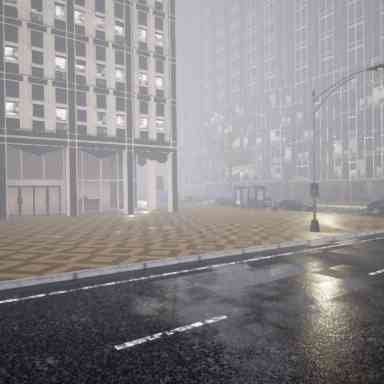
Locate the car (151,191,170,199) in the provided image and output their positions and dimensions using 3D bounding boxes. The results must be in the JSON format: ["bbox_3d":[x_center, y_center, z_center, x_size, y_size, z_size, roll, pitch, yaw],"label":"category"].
[{"bbox_3d":[-7.468,0.614,77.922,2.192,1.841,5.009,0,1,-35],"label":"car"}]

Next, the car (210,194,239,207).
[{"bbox_3d":[4.901,1.319,45.049,1.947,1.339,4.313,0,1,-34],"label":"car"}]

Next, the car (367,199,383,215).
[{"bbox_3d":[18.550,1.394,30.154,1.837,1.490,4.892,-1,1,-37],"label":"car"}]

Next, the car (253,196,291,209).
[{"bbox_3d":[10.087,1.285,42.166,1.812,1.442,4.674,-1,1,-34],"label":"car"}]

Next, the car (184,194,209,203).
[{"bbox_3d":[0.424,1.166,56.266,1.994,1.385,4.181,-1,1,-34],"label":"car"}]

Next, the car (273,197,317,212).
[{"bbox_3d":[11.279,1.423,35.638,1.947,1.339,4.313,0,1,-35],"label":"car"}]

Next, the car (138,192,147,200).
[{"bbox_3d":[-11.154,1.039,68.495,2.008,1.369,4.403,0,1,-35],"label":"car"}]

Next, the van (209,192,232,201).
[{"bbox_3d":[5.411,0.855,59.188,1.690,1.788,3.998,0,1,-35],"label":"van"}]

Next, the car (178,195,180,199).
[{"bbox_3d":[-4.248,0.935,73.242,1.802,1.307,4.206,0,1,-35],"label":"car"}]

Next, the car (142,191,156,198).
[{"bbox_3d":[-10.689,0.685,82.606,1.967,1.590,4.097,0,1,-34],"label":"car"}]

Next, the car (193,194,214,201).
[{"bbox_3d":[2.192,1.043,63.874,1.802,1.307,4.206,0,1,-35],"label":"car"}]

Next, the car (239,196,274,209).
[{"bbox_3d":[8.073,1.388,40.333,1.802,1.307,4.206,0,1,-34],"label":"car"}]

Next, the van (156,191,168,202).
[{"bbox_3d":[-4.713,0.937,59.125,1.690,1.788,3.998,0,1,-34],"label":"van"}]
